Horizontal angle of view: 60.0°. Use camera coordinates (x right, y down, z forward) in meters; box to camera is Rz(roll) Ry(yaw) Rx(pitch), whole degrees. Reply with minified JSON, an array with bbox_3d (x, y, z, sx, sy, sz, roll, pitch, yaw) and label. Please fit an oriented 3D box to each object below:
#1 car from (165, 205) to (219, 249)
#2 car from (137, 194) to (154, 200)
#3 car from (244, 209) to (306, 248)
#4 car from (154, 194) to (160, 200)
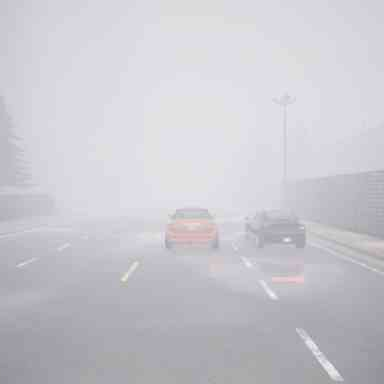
[{"bbox_3d":[0.000,1.365,14.620,2.097,1.767,4.553,0,0,0],"label":"car"},{"bbox_3d":[-13.272,1.348,91.025,2.097,1.767,4.553,0,0,-37],"label":"car"},{"bbox_3d":[3.500,1.515,14.650,1.837,1.490,4.892,0,0,0],"label":"car"},{"bbox_3d":[-10.910,1.346,93.658,2.097,1.767,4.553,0,0,-42],"label":"car"}]
